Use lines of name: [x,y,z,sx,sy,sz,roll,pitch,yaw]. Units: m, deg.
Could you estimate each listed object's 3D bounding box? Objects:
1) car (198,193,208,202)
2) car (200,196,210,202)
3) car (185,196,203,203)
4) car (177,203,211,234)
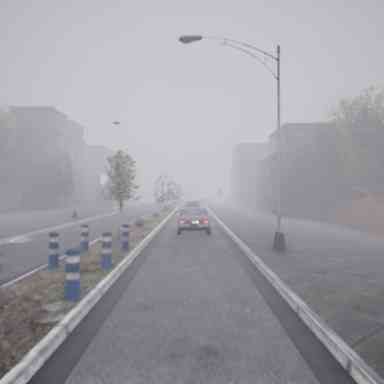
car: [3.005,1.653,74.059,2.231,1.521,4.892,0,0,0]
car: [3.006,1.662,79.706,2.231,1.521,4.892,0,0,0]
car: [0.105,1.586,42.671,1.837,1.490,4.892,0,0,0]
car: [0.096,1.567,19.149,2.033,1.411,5.357,0,0,0]
